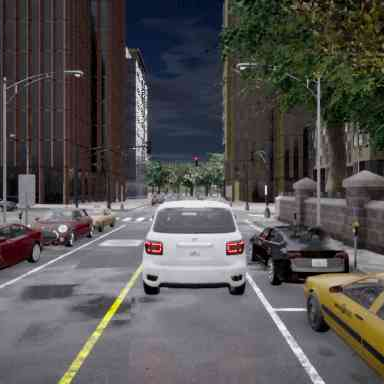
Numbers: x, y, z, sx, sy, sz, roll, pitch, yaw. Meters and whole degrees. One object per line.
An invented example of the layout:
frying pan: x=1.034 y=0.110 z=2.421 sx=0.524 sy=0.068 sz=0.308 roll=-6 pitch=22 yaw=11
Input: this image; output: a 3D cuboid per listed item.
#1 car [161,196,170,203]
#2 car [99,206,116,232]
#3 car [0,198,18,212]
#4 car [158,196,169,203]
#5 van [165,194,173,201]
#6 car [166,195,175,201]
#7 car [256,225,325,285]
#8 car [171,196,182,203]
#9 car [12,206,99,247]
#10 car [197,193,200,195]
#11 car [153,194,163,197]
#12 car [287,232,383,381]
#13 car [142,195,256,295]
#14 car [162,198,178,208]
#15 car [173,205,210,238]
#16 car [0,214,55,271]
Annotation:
car: x=-5.832 y=1.549 z=73.716 sx=1.752 sy=1.417 sz=4.829 roll=0 pitch=0 yaw=0
car: x=-5.783 y=1.527 z=19.996 sx=1.752 sy=1.417 sz=4.829 roll=0 pitch=0 yaw=0
car: x=-19.149 y=1.161 z=31.610 sx=4.892 sy=1.490 sz=1.837 roll=1 pitch=0 yaw=0
car: x=-5.827 y=1.602 z=68.448 sx=1.802 sy=1.307 sz=4.206 roll=0 pitch=0 yaw=0
van: x=-5.842 y=1.372 z=84.761 sx=1.690 sy=1.788 sz=3.998 roll=0 pitch=0 yaw=0
car: x=-5.847 y=1.586 z=90.199 sx=2.008 sy=1.369 sz=4.403 roll=0 pitch=0 yaw=0
car: x=2.752 y=1.566 z=9.261 sx=1.947 sy=1.339 sz=4.313 roll=0 pitch=0 yaw=0
car: x=-3.077 y=1.585 z=68.116 sx=1.994 sy=1.385 sz=4.181 roll=0 pitch=0 yaw=1
car: x=-5.778 y=1.441 z=14.709 sx=1.967 sy=1.590 sz=4.097 roll=0 pitch=0 yaw=0
car: x=2.689 y=1.572 z=79.331 sx=1.887 sy=1.381 sz=4.507 roll=0 pitch=0 yaw=0
car: x=-5.817 y=1.330 z=57.573 sx=2.192 sy=1.841 sz=5.009 roll=0 pitch=0 yaw=0
car: x=2.757 y=1.525 z=3.975 sx=1.752 sy=1.417 sz=4.829 roll=0 pitch=0 yaw=0
car: x=0.058 y=1.222 z=8.852 sx=2.150 sy=2.045 sz=5.566 roll=0 pitch=0 yaw=0
car: x=-3.140 y=1.574 z=48.138 sx=1.994 sy=1.385 sz=4.181 roll=0 pitch=0 yaw=0
car: x=0.006 y=1.527 z=18.496 sx=1.812 sy=1.442 sz=4.674 roll=0 pitch=0 yaw=0
car: x=-5.773 y=1.545 z=9.252 sx=1.887 sy=1.381 sz=4.507 roll=0 pitch=0 yaw=0
